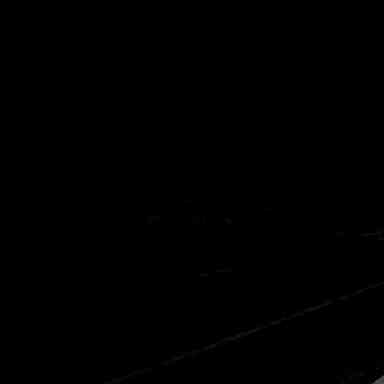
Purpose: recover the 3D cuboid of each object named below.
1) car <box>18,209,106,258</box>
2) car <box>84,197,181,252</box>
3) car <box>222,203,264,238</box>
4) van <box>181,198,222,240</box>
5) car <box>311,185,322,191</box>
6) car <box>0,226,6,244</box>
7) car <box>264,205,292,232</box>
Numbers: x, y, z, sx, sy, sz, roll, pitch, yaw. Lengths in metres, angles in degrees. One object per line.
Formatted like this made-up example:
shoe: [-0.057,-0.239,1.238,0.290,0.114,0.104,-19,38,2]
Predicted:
car: [-5.301,1.517,12.618,2.163,1.488,4.792,0,0,-36]
car: [-3.162,1.232,14.310,2.435,2.045,5.566,0,0,-37]
car: [1.206,1.342,17.655,2.185,1.767,4.553,0,0,-37]
van: [-0.895,1.250,15.865,1.878,1.987,4.442,0,0,-37]
car: [29.895,-1.000,80.735,2.097,1.535,5.008,5,5,39]
car: [-7.421,1.529,11.085,2.002,1.452,4.674,0,0,-36]
car: [3.419,1.459,19.297,2.231,1.521,4.892,0,0,-37]
